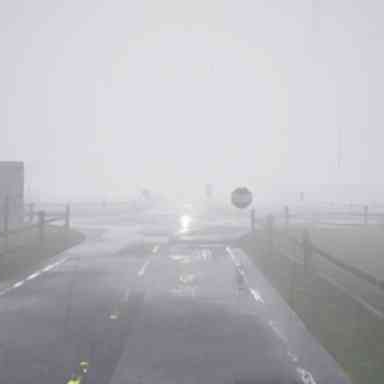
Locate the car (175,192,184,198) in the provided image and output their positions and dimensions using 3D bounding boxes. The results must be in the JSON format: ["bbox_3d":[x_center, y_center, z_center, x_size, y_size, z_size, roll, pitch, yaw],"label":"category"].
[{"bbox_3d":[-2.772,0.693,74.458,1.994,1.385,4.181,0,0,0],"label":"car"}]
